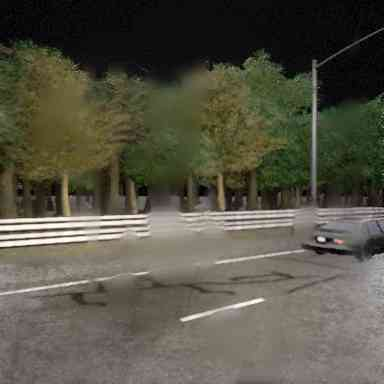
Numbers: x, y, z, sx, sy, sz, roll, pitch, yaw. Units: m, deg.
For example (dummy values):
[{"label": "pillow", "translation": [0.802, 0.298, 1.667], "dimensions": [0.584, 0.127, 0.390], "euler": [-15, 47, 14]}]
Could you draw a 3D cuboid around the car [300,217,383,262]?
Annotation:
[{"label": "car", "translation": [6.443, 1.661, 12.569], "dimensions": [5.357, 1.411, 2.033], "euler": [1, 0, -34]}]
